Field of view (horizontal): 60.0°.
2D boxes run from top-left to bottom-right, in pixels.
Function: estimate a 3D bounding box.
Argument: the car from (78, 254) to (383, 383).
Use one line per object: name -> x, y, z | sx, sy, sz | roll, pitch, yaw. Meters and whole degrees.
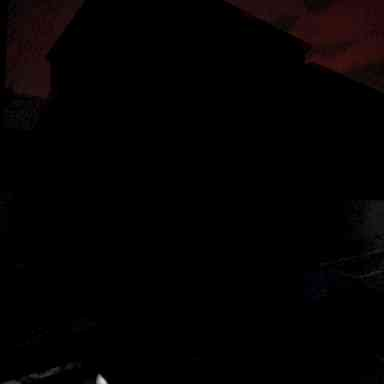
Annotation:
car -> 0.804, 1.555, 4.174 | 4.181, 1.385, 1.994 | 0, 0, -36
